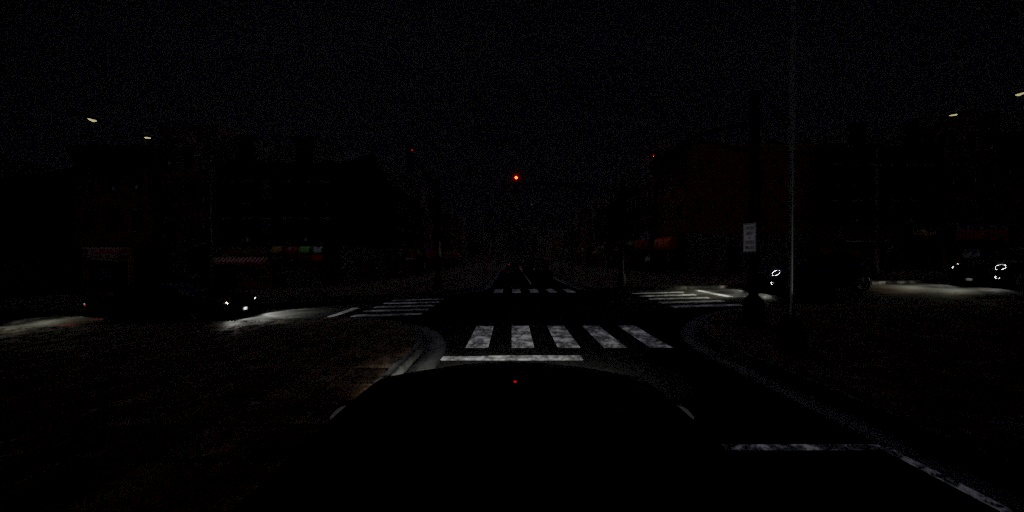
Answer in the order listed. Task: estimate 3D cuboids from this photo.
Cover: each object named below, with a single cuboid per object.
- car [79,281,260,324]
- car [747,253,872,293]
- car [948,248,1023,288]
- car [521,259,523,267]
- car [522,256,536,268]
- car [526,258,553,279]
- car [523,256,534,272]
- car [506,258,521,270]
[{"bbox_3d":[-12.586,1.642,13.337,5.357,1.411,2.033,-2,0,0],"label":"car"},{"bbox_3d":[13.359,0.685,16.355,4.553,1.767,2.097,-1,0,1],"label":"car"},{"bbox_3d":[23.077,0.433,16.351,4.553,1.767,2.097,-1,0,0],"label":"car"},{"bbox_3d":[2.634,1.123,43.970,2.192,1.841,5.009,0,0,0],"label":"car"},{"bbox_3d":[2.977,1.102,64.398,2.150,2.045,5.566,0,0,0],"label":"car"},{"bbox_3d":[2.635,1.222,33.166,1.967,1.591,4.097,0,0,0],"label":"car"},{"bbox_3d":[2.634,1.110,38.567,2.192,1.841,5.009,0,0,0],"label":"car"},{"bbox_3d":[0.095,1.368,55.326,1.812,1.442,4.674,0,0,0],"label":"car"}]
